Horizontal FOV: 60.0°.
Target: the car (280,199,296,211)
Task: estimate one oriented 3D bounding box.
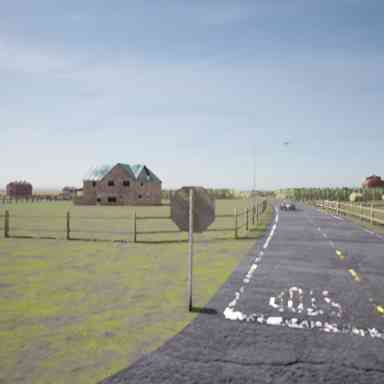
[{"bbox_3d":[12.694,1.633,44.206,2.128,1.511,4.902,1,0,14],"label":"car"}]
